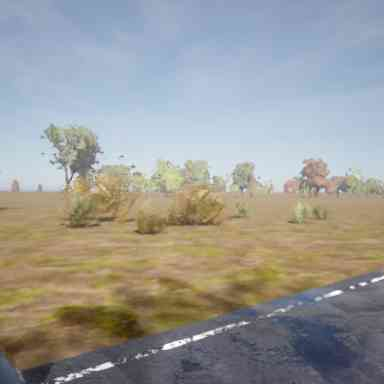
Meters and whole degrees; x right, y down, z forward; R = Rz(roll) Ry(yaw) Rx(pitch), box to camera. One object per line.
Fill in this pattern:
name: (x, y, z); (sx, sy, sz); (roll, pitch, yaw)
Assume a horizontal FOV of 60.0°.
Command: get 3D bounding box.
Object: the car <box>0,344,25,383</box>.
car: (-2.931, 1.545, 1.361); (4.181, 1.385, 1.994); (1, 0, -36)
